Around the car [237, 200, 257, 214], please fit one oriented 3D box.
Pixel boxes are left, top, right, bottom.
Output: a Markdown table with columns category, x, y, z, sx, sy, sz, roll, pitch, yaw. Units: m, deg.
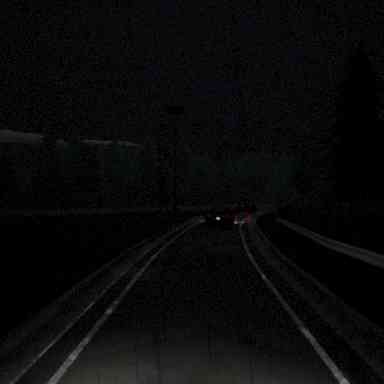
| category | x | y | z | sx | sy | sz | roll | pitch | yaw |
| --- | --- | --- | --- | --- | --- | --- | --- | --- | --- |
| car | 6.653 | 1.754 | 40.841 | 2.097 | 1.767 | 4.553 | 0 | -1 | 20 |

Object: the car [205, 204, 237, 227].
| category | x | y | z | sx | sy | sz | roll | pitch | yaw |
| --- | --- | --- | --- | --- | --- | --- | --- | --- | --- |
| car | 2.123 | 1.805 | 24.822 | 1.994 | 1.385 | 4.181 | 0 | -1 | 9 |
